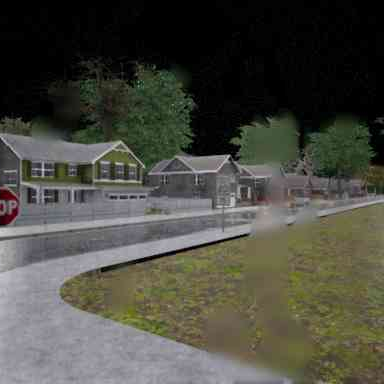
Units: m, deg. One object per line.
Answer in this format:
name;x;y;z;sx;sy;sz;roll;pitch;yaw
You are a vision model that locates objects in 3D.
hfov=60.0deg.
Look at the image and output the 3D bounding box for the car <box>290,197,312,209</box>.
car;15.115;1.469;46.076;1.837;1.490;4.892;0;0;35
